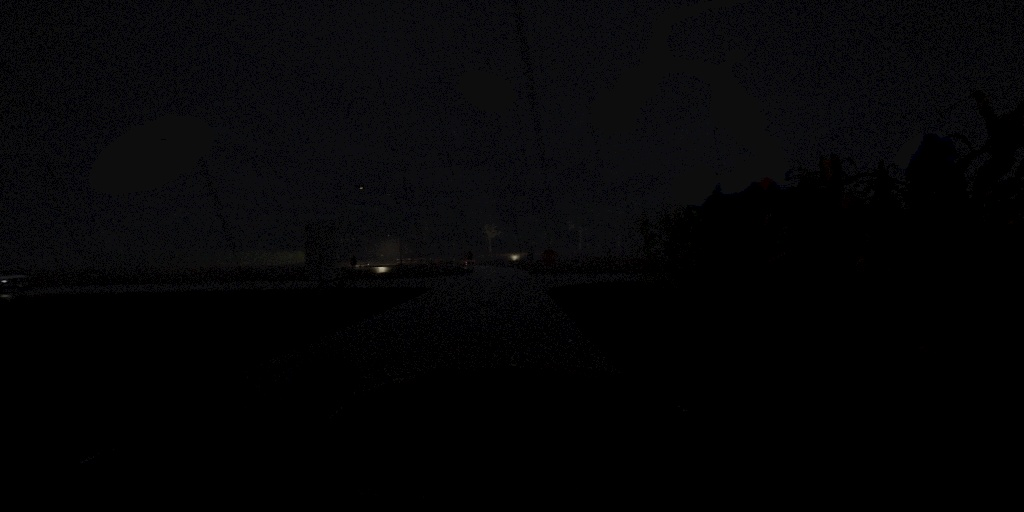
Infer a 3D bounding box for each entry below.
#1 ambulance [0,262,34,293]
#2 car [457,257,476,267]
[{"bbox_3d":[-42.148,1.740,28.390,6.366,2.431,2.351,-1,2,0],"label":"ambulance"},{"bbox_3d":[-8.053,0.977,64.583,2.097,1.767,4.553,-1,0,-24],"label":"car"}]
